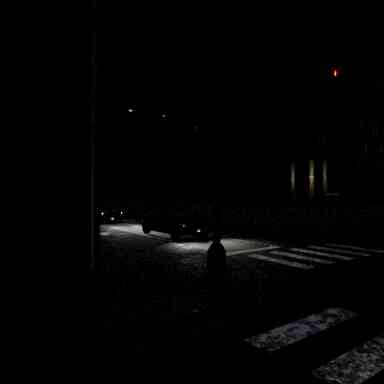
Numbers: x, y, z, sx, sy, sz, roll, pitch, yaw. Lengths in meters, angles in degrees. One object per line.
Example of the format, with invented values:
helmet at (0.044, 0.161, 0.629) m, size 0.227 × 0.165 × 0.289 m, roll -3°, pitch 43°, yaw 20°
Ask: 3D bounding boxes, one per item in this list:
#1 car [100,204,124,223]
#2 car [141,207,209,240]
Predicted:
car at (-6.970, 1.607, 25.563) m, size 1.895 × 1.301 × 4.718 m, roll 0°, pitch 0°, yaw -36°
car at (-1.044, 1.530, 17.353) m, size 1.812 × 1.442 × 4.674 m, roll 0°, pitch 0°, yaw -36°
